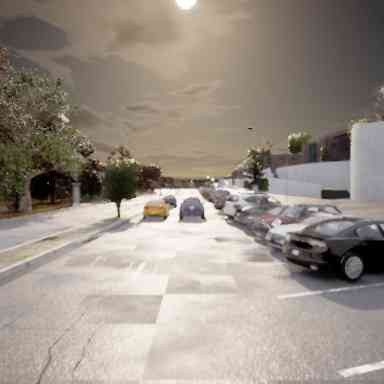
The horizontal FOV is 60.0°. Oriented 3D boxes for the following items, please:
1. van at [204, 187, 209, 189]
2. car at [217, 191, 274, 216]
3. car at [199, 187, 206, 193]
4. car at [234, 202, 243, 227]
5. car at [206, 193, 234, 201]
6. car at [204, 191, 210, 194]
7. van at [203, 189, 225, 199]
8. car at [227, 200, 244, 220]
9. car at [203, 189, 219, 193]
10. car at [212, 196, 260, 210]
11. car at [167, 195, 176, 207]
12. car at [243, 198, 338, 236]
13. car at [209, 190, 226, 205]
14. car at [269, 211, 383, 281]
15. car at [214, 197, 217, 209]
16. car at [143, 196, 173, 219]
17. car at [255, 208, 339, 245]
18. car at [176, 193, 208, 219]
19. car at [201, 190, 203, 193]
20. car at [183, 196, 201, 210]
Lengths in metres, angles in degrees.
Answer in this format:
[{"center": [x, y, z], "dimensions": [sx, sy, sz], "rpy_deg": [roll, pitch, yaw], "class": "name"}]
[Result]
[{"center": [5.183, 0.597, 66.716], "dimensions": [4.442, 1.987, 1.878], "rpy_deg": [0, 1, -20], "class": "van"}, {"center": [5.100, 1.178, 24.692], "dimensions": [5.566, 2.045, 2.435], "rpy_deg": [1, 0, -20], "class": "car"}, {"center": [5.050, 0.473, 72.622], "dimensions": [5.566, 2.045, 2.435], "rpy_deg": [0, 1, -20], "class": "car"}, {"center": [5.073, 1.506, 18.670], "dimensions": [4.674, 1.452, 2.002], "rpy_deg": [1, 1, -20], "class": "car"}, {"center": [5.067, 0.959, 60.713], "dimensions": [4.674, 1.452, 2.002], "rpy_deg": [0, 1, -20], "class": "car"}, {"center": [5.046, 0.997, 57.695], "dimensions": [4.792, 1.488, 2.163], "rpy_deg": [0, 1, -20], "class": "car"}, {"center": [4.966, 0.449, 75.576], "dimensions": [4.442, 1.987, 1.878], "rpy_deg": [0, 1, -20], "class": "van"}, {"center": [5.097, 1.477, 21.695], "dimensions": [4.792, 1.488, 2.163], "rpy_deg": [1, 0, -20], "class": "car"}, {"center": [5.044, 0.744, 63.682], "dimensions": [4.553, 1.767, 2.185], "rpy_deg": [0, 1, -20], "class": "car"}, {"center": [5.243, 1.256, 39.767], "dimensions": [5.366, 1.575, 1.946], "rpy_deg": [0, 1, -20], "class": "car"}, {"center": [-2.937, 1.200, 44.359], "dimensions": [1.837, 1.490, 4.892], "rpy_deg": [0, 2, 0], "class": "car"}, {"center": [5.103, 1.347, 15.680], "dimensions": [4.553, 1.767, 2.185], "rpy_deg": [1, 0, -20], "class": "car"}, {"center": [5.049, 1.092, 33.672], "dimensions": [5.566, 2.045, 2.435], "rpy_deg": [1, 1, -20], "class": "car"}, {"center": [5.064, 1.482, 9.670], "dimensions": [5.008, 1.535, 2.097], "rpy_deg": [1, 0, -20], "class": "car"}, {"center": [4.899, 1.400, 27.621], "dimensions": [5.366, 1.575, 1.946], "rpy_deg": [1, 1, -20], "class": "car"}, {"center": [-2.984, 1.387, 28.308], "dimensions": [1.882, 1.535, 5.008], "rpy_deg": [0, 1, 0], "class": "car"}, {"center": [5.073, 1.519, 12.670], "dimensions": [4.674, 1.452, 2.002], "rpy_deg": [1, 0, -20], "class": "car"}, {"center": [0.015, 1.264, 28.092], "dimensions": [2.097, 1.767, 4.553], "rpy_deg": [0, 1, 0], "class": "car"}, {"center": [5.065, 0.774, 69.658], "dimensions": [4.892, 1.521, 2.231], "rpy_deg": [0, 1, -20], "class": "car"}, {"center": [0.036, 1.297, 40.870], "dimensions": [2.033, 1.411, 5.357], "rpy_deg": [0, 1, 1], "class": "car"}]
